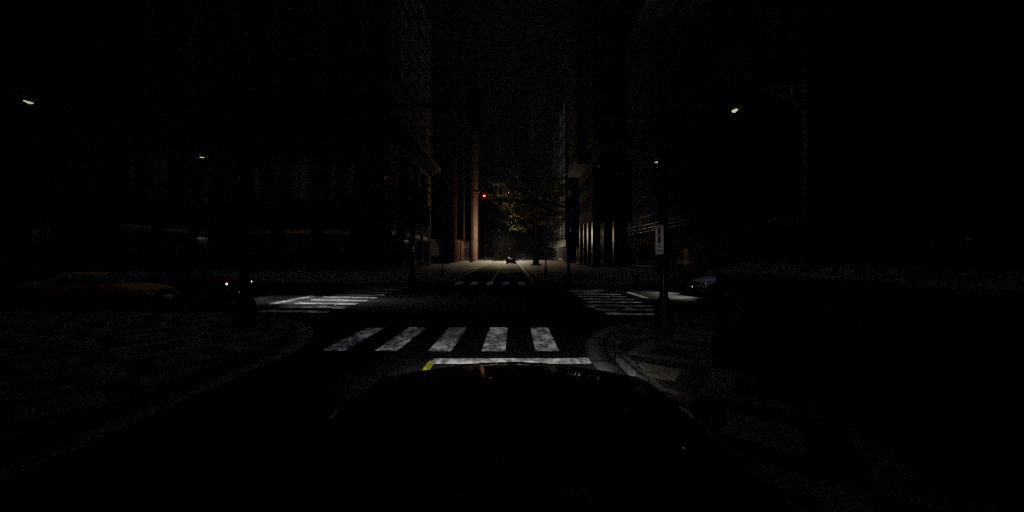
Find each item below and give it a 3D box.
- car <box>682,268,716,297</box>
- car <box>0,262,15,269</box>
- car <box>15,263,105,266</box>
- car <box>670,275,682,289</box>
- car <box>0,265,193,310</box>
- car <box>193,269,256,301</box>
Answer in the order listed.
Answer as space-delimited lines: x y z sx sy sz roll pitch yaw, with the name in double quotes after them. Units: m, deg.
11.880 1.357 18.923 4.674 1.442 1.812 0 0 2 "car"
-31.988 0.974 21.685 4.507 1.381 1.888 0 0 0 "car"
-26.370 1.065 21.671 4.313 1.339 1.948 0 0 0 "car"
11.864 1.381 21.569 4.403 1.370 2.007 0 0 0 "car"
-14.972 1.146 13.115 4.829 1.417 1.751 0 0 0 "car"
-14.112 1.231 15.773 4.718 1.301 1.895 1 0 0 "car"
